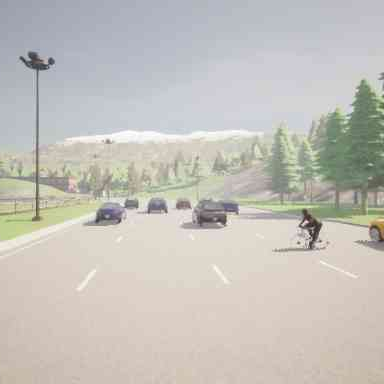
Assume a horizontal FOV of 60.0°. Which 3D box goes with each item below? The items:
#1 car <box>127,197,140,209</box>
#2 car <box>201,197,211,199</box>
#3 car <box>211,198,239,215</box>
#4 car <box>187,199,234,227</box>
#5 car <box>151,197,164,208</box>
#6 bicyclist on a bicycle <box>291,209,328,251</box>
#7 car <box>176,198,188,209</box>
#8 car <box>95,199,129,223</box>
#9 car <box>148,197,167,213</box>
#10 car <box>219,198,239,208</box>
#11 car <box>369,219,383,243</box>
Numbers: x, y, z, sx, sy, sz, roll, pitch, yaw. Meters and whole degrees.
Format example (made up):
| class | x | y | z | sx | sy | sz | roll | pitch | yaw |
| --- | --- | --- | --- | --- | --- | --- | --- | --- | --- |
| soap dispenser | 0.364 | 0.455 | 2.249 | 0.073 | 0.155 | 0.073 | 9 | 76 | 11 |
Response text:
| class | x | y | z | sx | sy | sz | roll | pitch | yaw |
| --- | --- | --- | --- | --- | --- | --- | --- | --- | --- |
| car | -8.331 | 1.491 | 46.213 | 2.128 | 1.511 | 4.902 | 0 | 0 | -6 |
| car | 2.068 | 1.491 | 47.713 | 2.128 | 1.511 | 4.902 | 0 | 0 | -6 |
| car | 3.482 | 1.478 | 34.365 | 1.882 | 1.535 | 5.008 | 0 | 0 | -6 |
| car | 1.161 | 1.491 | 23.012 | 2.128 | 1.511 | 4.902 | 0 | 0 | -6 |
| car | -5.002 | 1.526 | 47.902 | 1.812 | 1.442 | 4.674 | 0 | 0 | -7 |
| bicyclist on a bicycle | 4.496 | 1.454 | 12.752 | 1.656 | 1.620 | 0.582 | -2 | 1 | -15 |
| car | -1.194 | 1.525 | 45.305 | 1.812 | 1.442 | 4.674 | 0 | 0 | -6 |
| car | -6.109 | 1.525 | 25.221 | 1.812 | 1.442 | 4.674 | 0 | 0 | -6 |
| car | -3.880 | 1.352 | 37.389 | 2.097 | 1.767 | 4.553 | 0 | 0 | -6 |
| car | 5.433 | 1.564 | 49.146 | 1.994 | 1.385 | 4.181 | 0 | 0 | -6 |
| car | 9.171 | 1.478 | 13.151 | 1.882 | 1.535 | 5.008 | 0 | 0 | -6 |
